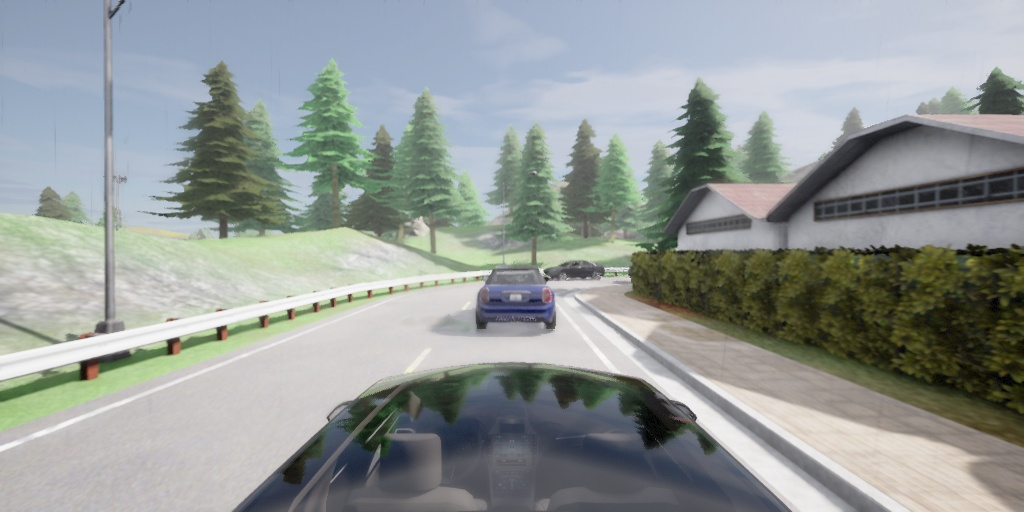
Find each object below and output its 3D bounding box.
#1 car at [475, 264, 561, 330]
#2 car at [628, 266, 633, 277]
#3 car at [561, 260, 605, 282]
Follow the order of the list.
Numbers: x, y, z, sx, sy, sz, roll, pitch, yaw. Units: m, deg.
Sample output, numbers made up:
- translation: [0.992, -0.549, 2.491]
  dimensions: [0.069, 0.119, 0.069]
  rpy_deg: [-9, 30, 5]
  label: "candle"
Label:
- translation: [0.124, 1.032, 11.027]
  dimensions: [2.097, 1.767, 4.553]
  rpy_deg: [0, 0, 1]
  label: "car"
- translation: [10.501, 1.053, 24.691]
  dimensions: [4.902, 1.511, 2.128]
  rpy_deg: [0, 0, -10]
  label: "car"
- translation: [4.573, 1.056, 26.706]
  dimensions: [4.892, 1.490, 1.837]
  rpy_deg: [0, -1, -23]
  label: "car"
